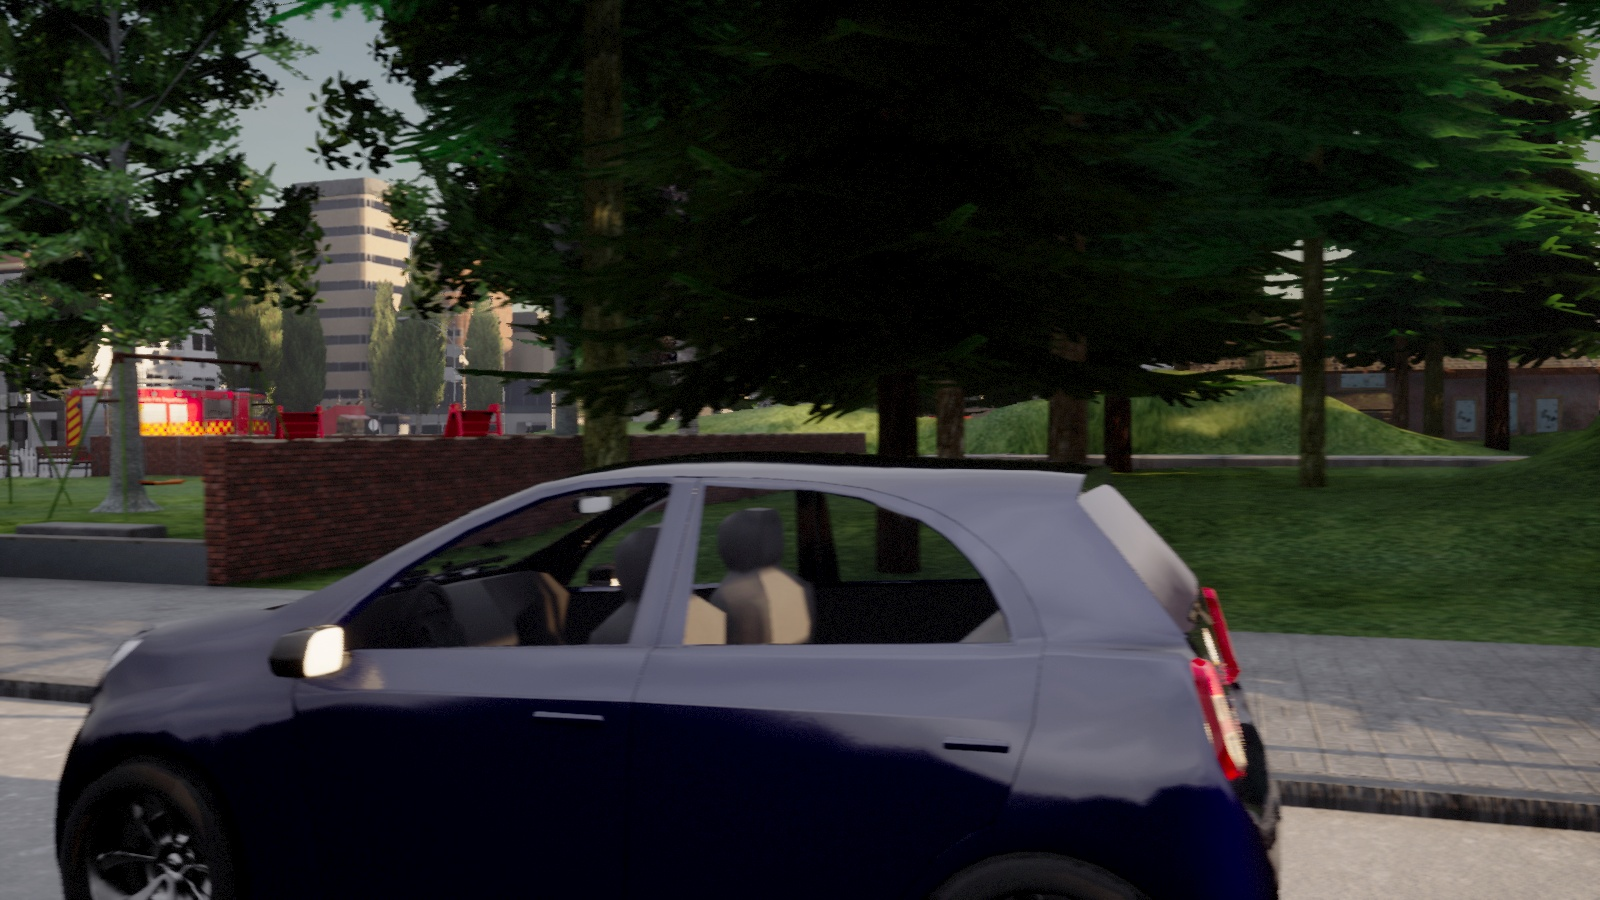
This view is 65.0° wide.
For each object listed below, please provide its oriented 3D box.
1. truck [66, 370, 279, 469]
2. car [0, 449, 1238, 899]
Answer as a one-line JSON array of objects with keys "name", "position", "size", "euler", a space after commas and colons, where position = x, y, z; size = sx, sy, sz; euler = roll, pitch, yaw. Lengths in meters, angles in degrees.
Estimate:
[{"name": "truck", "position": [-26.225, -1.237, 53.109], "size": [2.891, 3.827, 8.468], "euler": [0, 1, 19]}, {"name": "car", "position": [-0.578, 0.780, 3.915], "size": [3.633, 1.501, 1.845], "euler": [1, 1, 19]}]
